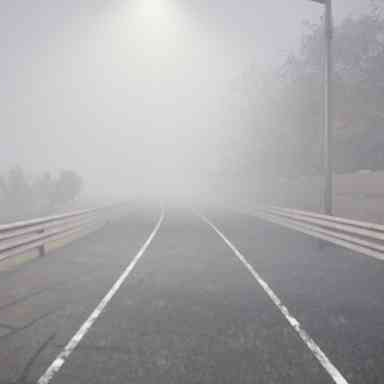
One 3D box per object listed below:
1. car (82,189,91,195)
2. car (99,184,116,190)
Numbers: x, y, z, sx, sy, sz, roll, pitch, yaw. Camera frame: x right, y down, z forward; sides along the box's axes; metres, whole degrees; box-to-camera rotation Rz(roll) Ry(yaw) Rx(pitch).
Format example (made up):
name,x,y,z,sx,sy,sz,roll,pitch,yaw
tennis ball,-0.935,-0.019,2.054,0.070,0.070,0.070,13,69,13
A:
name,x,y,z,sx,sy,sz,roll,pitch,yaw
car,-24.335,0.171,73.996,2.128,1.511,4.902,1,4,15
car,-23.385,-0.935,90.570,1.895,1.301,4.718,1,4,16
